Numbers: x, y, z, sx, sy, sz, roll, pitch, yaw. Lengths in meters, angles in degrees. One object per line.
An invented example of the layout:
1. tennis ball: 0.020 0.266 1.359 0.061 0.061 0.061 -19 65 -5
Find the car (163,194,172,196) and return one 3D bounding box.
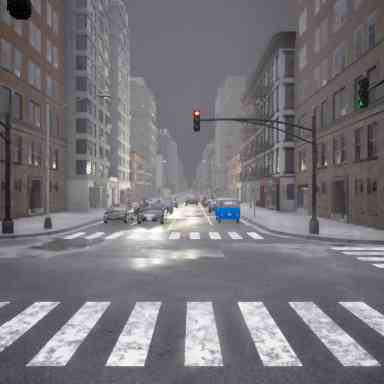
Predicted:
1. car: -5.442 1.547 64.773 1.947 1.339 4.313 0 0 0

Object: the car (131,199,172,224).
1. car: -2.858 1.490 24.550 2.128 1.511 4.902 0 0 -1

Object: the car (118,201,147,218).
1. car: -5.414 1.543 30.682 1.887 1.381 4.507 0 0 0

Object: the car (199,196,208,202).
1. car: 2.574 1.524 76.147 2.008 1.369 4.403 0 0 0

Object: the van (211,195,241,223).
1. van: 2.615 1.340 25.016 1.690 1.788 3.998 0 0 0

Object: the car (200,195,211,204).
1. car: 2.583 1.422 64.785 1.967 1.590 4.097 0 0 0

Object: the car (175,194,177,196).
1. car: -5.456 1.409 81.819 1.967 1.590 4.097 0 0 0

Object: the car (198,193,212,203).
1. car: 2.593 1.305 53.422 2.192 1.841 5.009 0 0 0

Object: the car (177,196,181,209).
1. car: -2.889 1.559 44.868 1.994 1.385 4.181 0 0 -1

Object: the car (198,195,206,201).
1. car: 2.564 1.530 87.510 1.947 1.339 4.313 0 0 0

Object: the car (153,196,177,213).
1. car: -2.879 1.476 34.715 1.882 1.535 5.008 0 0 0

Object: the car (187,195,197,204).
1. car: -0.055 1.459 65.145 1.882 1.535 5.008 0 0 0

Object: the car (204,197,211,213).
1. car: 2.606 1.580 36.378 1.802 1.307 4.206 0 0 0

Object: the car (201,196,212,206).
1. car: 2.597 1.576 47.741 1.802 1.307 4.206 0 0 0

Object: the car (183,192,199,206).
1. car: -0.047 1.341 55.113 2.097 1.767 4.553 0 0 0

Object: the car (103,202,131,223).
1. car: -5.410 1.549 25.000 2.008 1.369 4.403 0 0 0
